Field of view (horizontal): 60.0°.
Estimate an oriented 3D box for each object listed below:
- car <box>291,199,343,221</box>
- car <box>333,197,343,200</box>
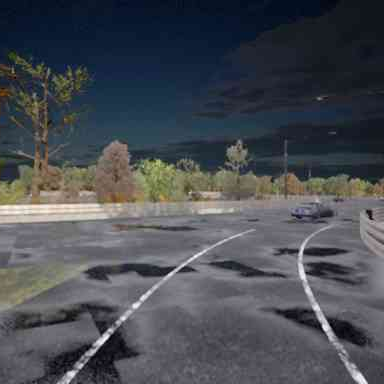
[{"bbox_3d":[10.532,1.617,28.491,5.357,1.411,2.033,0,0,-43],"label":"car"},{"bbox_3d":[35.770,1.801,81.709,1.895,1.301,4.718,0,0,16],"label":"car"}]
